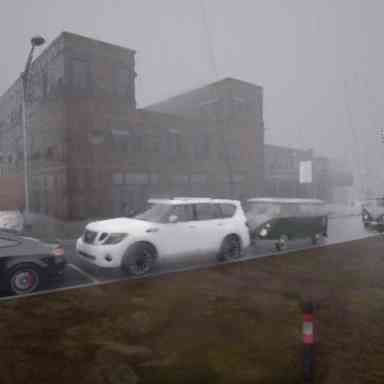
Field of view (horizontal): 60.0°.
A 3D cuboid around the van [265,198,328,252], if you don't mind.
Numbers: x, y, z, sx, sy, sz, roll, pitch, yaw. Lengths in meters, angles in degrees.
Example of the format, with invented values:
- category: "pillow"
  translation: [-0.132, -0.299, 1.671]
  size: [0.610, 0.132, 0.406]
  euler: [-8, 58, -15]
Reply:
- category: "van"
  translation: [3.767, 1.236, 13.669]
  size: [4.442, 1.987, 1.878]
  euler: [2, 0, -40]

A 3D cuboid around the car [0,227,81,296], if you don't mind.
- category: "car"
  translation: [-5.098, 1.473, 7.049]
  size: [4.674, 1.452, 2.002]
  euler: [2, 0, -35]

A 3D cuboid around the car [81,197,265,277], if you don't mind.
- category: "car"
  translation: [-0.583, 1.197, 10.299]
  size: [5.566, 2.045, 2.435]
  euler: [2, 0, -39]

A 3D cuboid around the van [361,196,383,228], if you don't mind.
- category: "van"
  translation: [12.223, 1.282, 20.992]
  size: [1.878, 1.987, 4.442]
  euler: [2, 0, 45]
